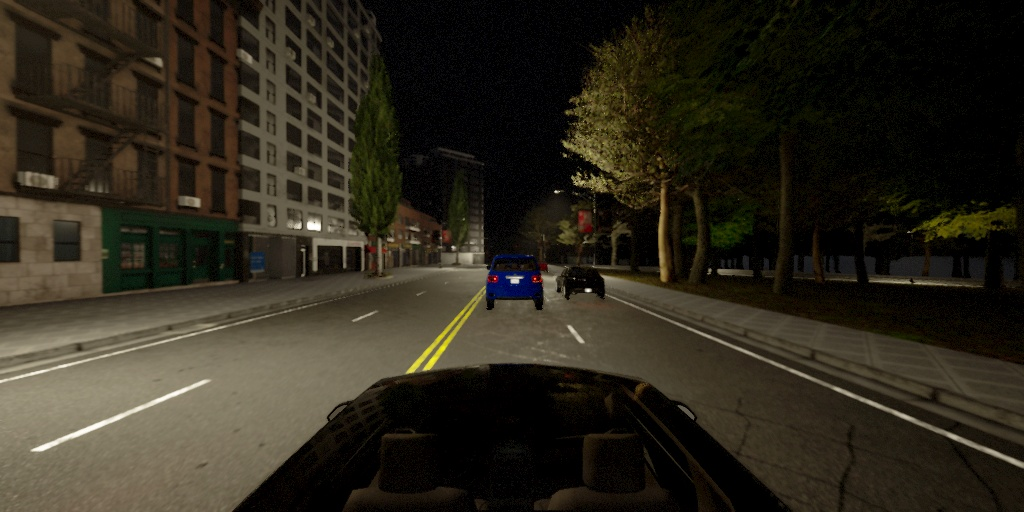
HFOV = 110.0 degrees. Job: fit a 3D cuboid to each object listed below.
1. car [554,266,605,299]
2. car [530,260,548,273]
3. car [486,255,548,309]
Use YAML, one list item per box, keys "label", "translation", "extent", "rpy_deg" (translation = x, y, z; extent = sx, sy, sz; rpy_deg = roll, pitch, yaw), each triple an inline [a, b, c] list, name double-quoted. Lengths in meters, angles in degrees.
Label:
- label: "car"
  translation: [3.343, 1.259, 18.147]
  extent: [1.837, 1.490, 4.892]
  rpy_deg: [0, 0, 0]
- label: "car"
  translation: [3.335, 1.293, 44.546]
  extent: [1.882, 1.535, 5.008]
  rpy_deg: [0, 0, 0]
- label: "car"
  translation: [0.083, 0.975, 15.190]
  extent: [2.150, 2.045, 5.566]
  rpy_deg: [0, 0, 0]
